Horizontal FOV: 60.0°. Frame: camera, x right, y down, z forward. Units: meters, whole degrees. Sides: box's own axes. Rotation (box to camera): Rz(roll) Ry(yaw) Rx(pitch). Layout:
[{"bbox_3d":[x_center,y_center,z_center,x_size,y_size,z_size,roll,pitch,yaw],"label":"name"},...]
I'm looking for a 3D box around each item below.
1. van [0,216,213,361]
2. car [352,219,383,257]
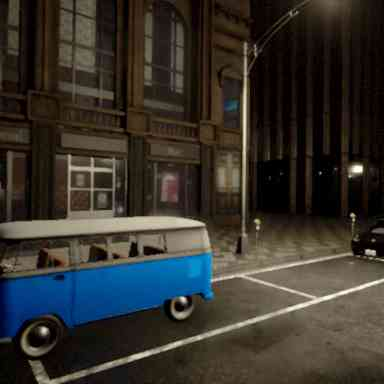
[{"bbox_3d":[-1.516,1.351,5.667,3.998,1.788,1.690,0,0,-35],"label":"van"},{"bbox_3d":[7.646,1.628,12.191,4.313,1.339,1.947,0,0,-35],"label":"car"}]
